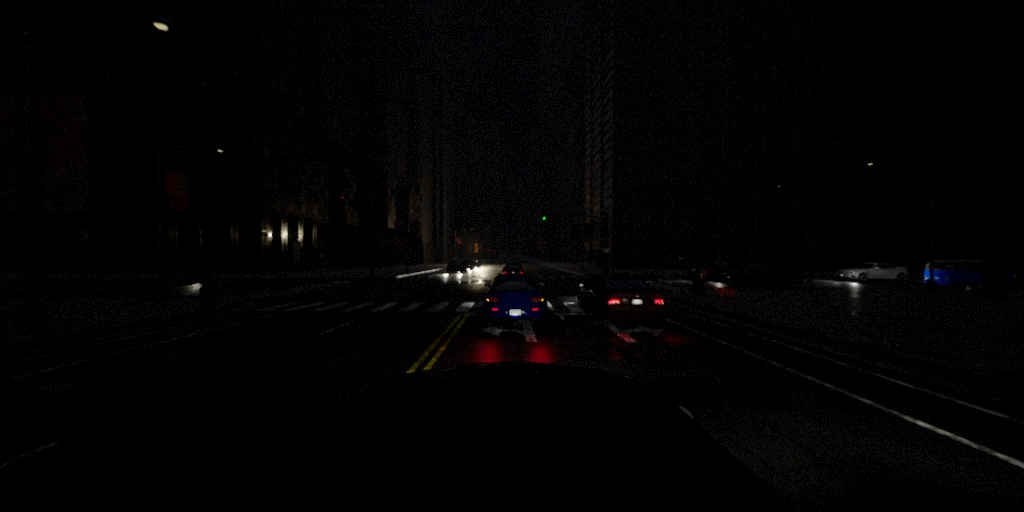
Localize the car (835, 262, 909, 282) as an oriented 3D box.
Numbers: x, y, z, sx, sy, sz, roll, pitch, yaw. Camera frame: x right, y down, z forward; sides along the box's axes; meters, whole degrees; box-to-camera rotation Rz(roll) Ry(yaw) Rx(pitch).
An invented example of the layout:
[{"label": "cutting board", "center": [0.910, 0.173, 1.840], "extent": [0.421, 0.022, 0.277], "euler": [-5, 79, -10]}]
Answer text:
[{"label": "car", "center": [27.648, 1.206, 27.508], "extent": [4.674, 1.442, 1.812], "euler": [0, 1, 0]}]

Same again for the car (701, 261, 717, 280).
[{"label": "car", "center": [17.708, 1.170, 27.578], "extent": [5.008, 1.535, 1.882], "euler": [0, 1, 0]}]

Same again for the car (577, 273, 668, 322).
[{"label": "car", "center": [3.471, 1.294, 12.220], "extent": [2.033, 1.411, 5.357], "euler": [0, 0, 2]}]

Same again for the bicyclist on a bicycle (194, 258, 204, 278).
[{"label": "bicyclist on a bicycle", "center": [-25.892, 1.026, 29.982], "extent": [0.582, 1.620, 1.656], "euler": [0, 1, 0]}]

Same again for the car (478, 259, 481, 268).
[{"label": "car", "center": [-6.505, 1.239, 62.845], "extent": [2.128, 1.511, 4.902], "euler": [0, 0, 0]}]

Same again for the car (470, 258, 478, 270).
[{"label": "car", "center": [-6.551, 1.250, 52.462], "extent": [1.837, 1.490, 4.892], "euler": [0, 0, 0]}]

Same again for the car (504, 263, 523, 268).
[{"label": "car", "center": [0.098, 1.291, 29.211], "extent": [2.033, 1.411, 5.357], "euler": [0, 0, 0]}]

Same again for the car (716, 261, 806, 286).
[{"label": "car", "center": [17.155, 1.230, 24.397], "extent": [4.902, 1.511, 2.128], "euler": [0, 1, 0]}]

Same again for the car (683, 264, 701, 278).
[{"label": "car", "center": [16.678, 1.095, 30.257], "extent": [4.097, 1.591, 1.967], "euler": [0, 0, 0]}]

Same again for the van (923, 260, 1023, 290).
[{"label": "van", "center": [27.515, 1.105, 21.673], "extent": [3.998, 1.789, 1.690], "euler": [0, 0, 0]}]

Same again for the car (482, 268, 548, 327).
[{"label": "car", "center": [0.085, 1.273, 11.434], "extent": [1.812, 1.442, 4.674], "euler": [0, 0, 0]}]

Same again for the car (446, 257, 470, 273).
[{"label": "car", "center": [-6.584, 1.221, 42.958], "extent": [1.882, 1.535, 5.008], "euler": [0, 0, 1]}]
